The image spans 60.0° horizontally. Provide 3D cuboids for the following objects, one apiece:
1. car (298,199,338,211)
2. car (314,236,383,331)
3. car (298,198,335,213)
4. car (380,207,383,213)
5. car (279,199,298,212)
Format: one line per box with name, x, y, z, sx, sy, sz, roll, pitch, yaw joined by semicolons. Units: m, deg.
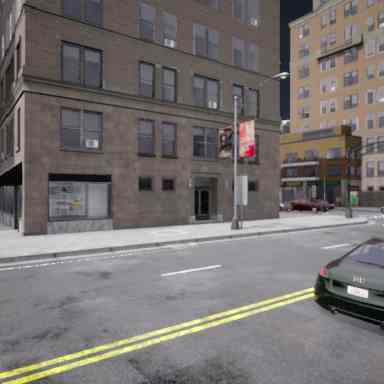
car;15.788;1.567;41.872;1.947;1.339;4.313;0;0;-35
car;4.281;1.562;6.469;4.181;1.385;1.994;0;0;-35
car;12.679;1.460;36.746;1.882;1.535;5.008;0;0;-35
car;20.707;1.545;31.147;5.357;1.411;2.033;0;0;22
car;9.218;1.413;37.265;1.967;1.590;4.097;0;0;-35
